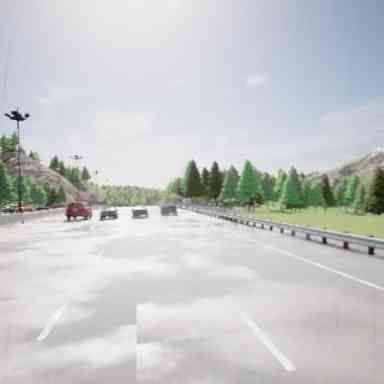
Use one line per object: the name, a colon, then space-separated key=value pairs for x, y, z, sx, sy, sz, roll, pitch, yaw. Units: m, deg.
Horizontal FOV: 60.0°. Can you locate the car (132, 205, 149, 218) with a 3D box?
car: x=-6.123 y=2.257 z=39.272 sx=2.033 sy=1.411 sz=5.357 roll=-2 pitch=-1 yaw=-9

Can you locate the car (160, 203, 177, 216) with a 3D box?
car: x=-2.983 y=2.103 z=41.904 sx=1.882 sy=1.535 sz=5.008 roll=-2 pitch=-1 yaw=-9

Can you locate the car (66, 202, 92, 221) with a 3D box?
car: x=-13.170 y=2.191 z=39.008 sx=2.150 sy=2.045 sz=5.566 roll=-2 pitch=0 yaw=-9

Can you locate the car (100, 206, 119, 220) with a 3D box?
car: x=-9.576 y=2.378 z=38.707 sx=2.033 sy=1.411 sz=5.357 roll=-2 pitch=-1 yaw=-9
